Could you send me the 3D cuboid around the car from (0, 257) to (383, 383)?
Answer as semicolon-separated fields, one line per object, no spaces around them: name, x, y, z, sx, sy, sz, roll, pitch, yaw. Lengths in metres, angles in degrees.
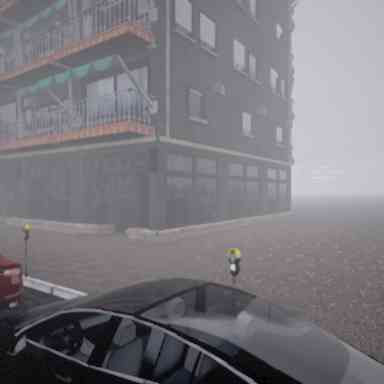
car;-0.485;1.557;3.216;4.313;1.339;1.947;0;0;35

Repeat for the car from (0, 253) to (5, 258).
car;-5.080;1.511;6.480;4.507;1.381;1.887;0;0;35
